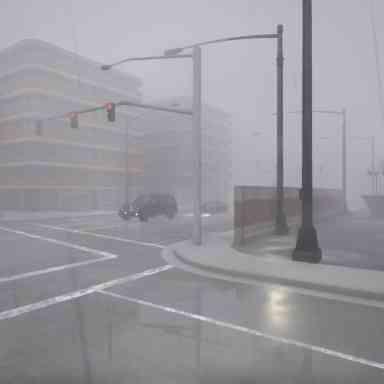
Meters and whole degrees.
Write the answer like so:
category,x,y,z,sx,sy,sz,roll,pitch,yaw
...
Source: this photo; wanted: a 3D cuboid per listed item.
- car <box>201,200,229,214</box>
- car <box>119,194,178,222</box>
category,x,y,z,sx,sy,sz,roll,pitch,yaw
car,2.216,1.564,35.518,1.994,1.385,4.181,0,0,35
car,-3.440,1.222,27.306,2.150,2.045,5.566,0,0,35
